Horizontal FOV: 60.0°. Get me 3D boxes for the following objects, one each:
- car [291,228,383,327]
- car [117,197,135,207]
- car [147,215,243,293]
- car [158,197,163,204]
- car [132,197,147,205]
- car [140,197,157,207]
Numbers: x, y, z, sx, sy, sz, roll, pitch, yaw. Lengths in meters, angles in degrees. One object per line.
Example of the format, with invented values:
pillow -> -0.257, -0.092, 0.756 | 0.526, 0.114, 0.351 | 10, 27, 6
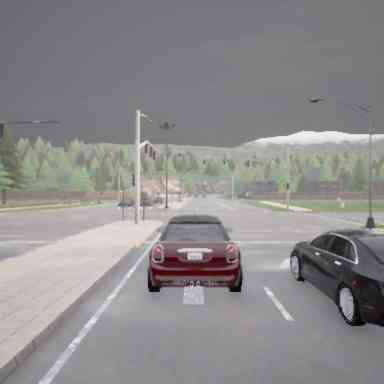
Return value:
car -> 3.565, 1.538, 7.073 | 1.837, 1.490, 4.892 | 0, 0, 0
car -> -10.932, 1.596, 54.878 | 2.097, 1.767, 4.553 | 0, 0, 1
car -> 0.075, 1.392, 9.131 | 2.097, 1.767, 4.553 | 0, 0, 0
car -> -7.188, 1.804, 71.103 | 1.837, 1.490, 4.892 | 0, 0, 1
car -> -10.728, 1.828, 68.443 | 2.128, 1.511, 4.902 | 0, 0, 1
car -> -7.517, 1.749, 55.084 | 1.837, 1.490, 4.892 | 0, 0, 1
